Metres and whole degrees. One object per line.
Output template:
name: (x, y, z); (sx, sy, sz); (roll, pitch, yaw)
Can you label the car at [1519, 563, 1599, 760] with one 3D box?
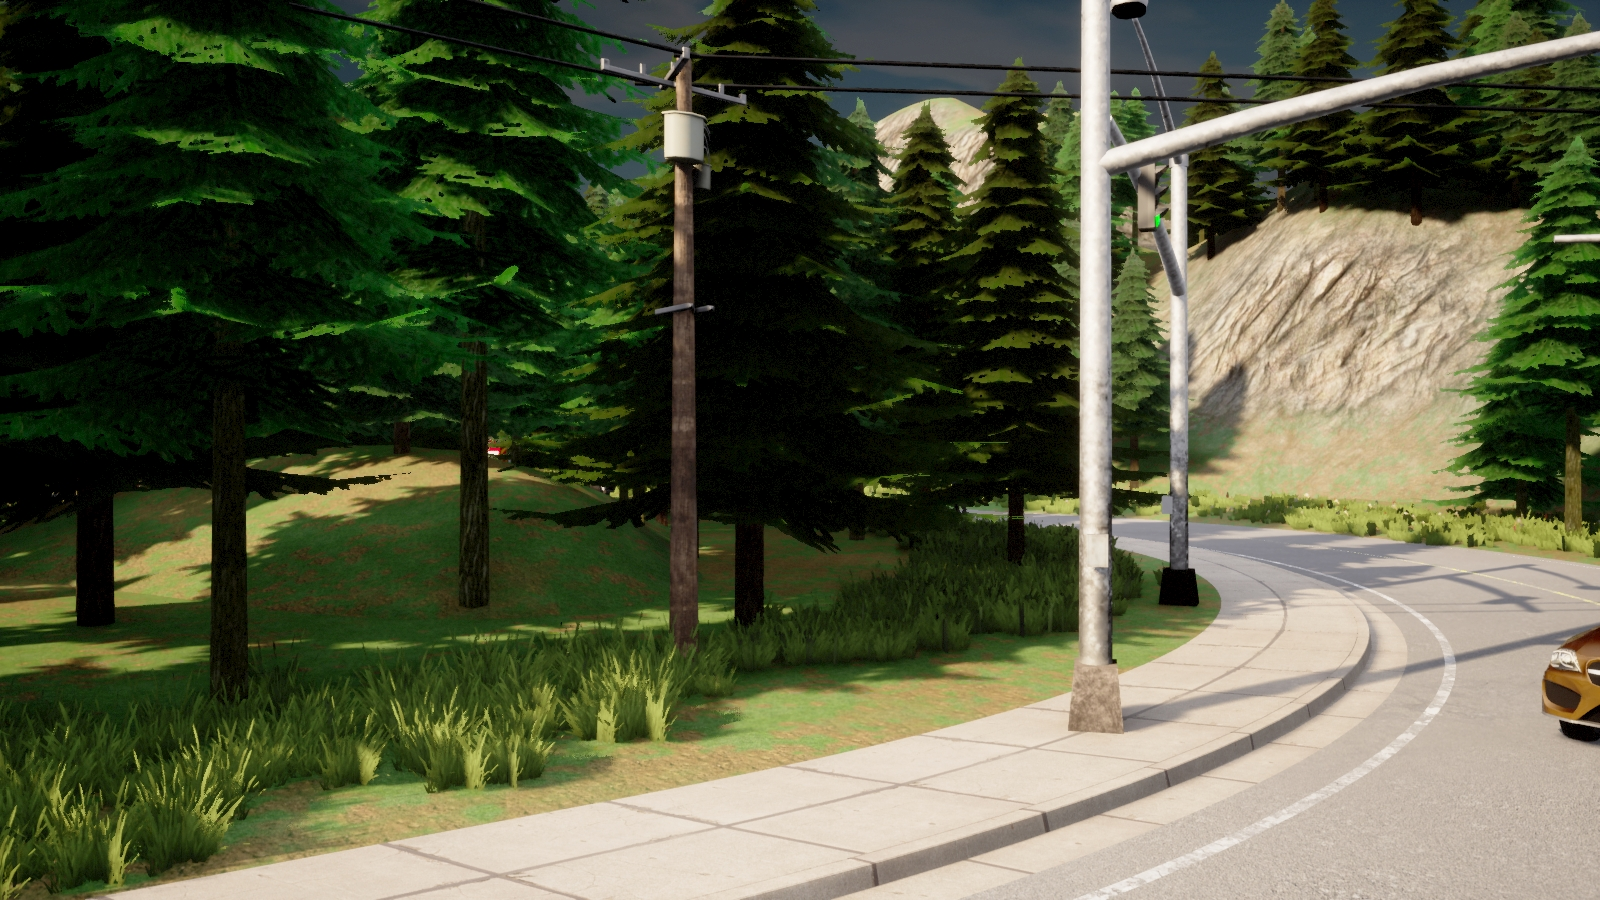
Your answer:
car: (9.577, 1.970, 11.147); (5.027, 1.651, 2.152); (0, 0, -29)
